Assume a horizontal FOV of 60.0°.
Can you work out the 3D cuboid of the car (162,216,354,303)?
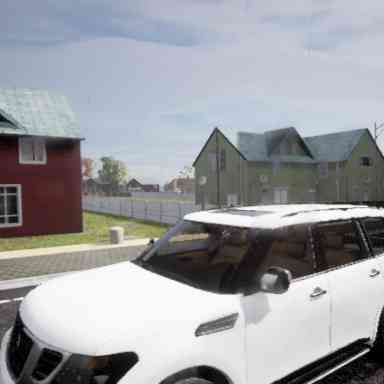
[{"bbox_3d":[2.013,1.536,9.107,5.357,1.411,2.033,0,0,-35],"label":"car"}]

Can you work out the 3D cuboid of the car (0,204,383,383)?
[{"bbox_3d":[0.757,1.216,4.236,5.566,2.045,2.150,0,0,-35],"label":"car"}]
